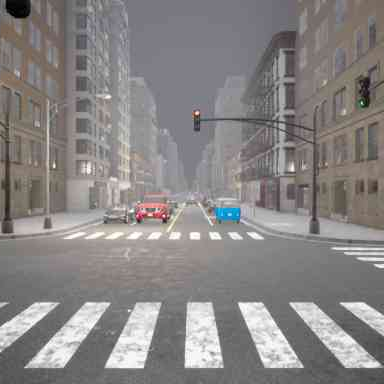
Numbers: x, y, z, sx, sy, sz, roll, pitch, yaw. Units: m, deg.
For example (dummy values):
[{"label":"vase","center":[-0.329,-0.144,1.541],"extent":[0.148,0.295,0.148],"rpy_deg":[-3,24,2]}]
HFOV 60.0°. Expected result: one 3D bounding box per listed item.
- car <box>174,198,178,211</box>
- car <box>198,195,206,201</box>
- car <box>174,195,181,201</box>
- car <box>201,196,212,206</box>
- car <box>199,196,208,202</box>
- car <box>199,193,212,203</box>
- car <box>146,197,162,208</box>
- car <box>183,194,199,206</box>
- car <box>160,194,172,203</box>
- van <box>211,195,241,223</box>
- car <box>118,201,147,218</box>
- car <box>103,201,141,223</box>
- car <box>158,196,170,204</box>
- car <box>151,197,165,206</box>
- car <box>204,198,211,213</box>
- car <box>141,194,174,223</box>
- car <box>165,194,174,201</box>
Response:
[{"label":"car","center":[-2.866,1.599,35.454],"extent":[1.895,1.301,4.718],"rpy_deg":[0,0,0]},{"label":"car","center":[2.602,1.531,87.463],"extent":[1.947,1.339,4.313],"rpy_deg":[0,0,0]},{"label":"car","center":[-2.854,1.500,45.514],"extent":[1.837,1.490,4.892],"rpy_deg":[0,0,0]},{"label":"car","center":[2.618,1.576,47.694],"extent":[1.802,1.307,4.206],"rpy_deg":[0,0,0]},{"label":"car","center":[2.607,1.524,76.100],"extent":[2.008,1.369,4.403],"rpy_deg":[0,0,0]},{"label":"car","center":[2.616,1.305,53.375],"extent":[2.192,1.841,5.009],"rpy_deg":[0,0,0]},{"label":"car","center":[-5.407,1.520,47.515],"extent":[1.752,1.417,4.829],"rpy_deg":[0,0,0]},{"label":"car","center":[-0.023,1.537,54.681],"extent":[2.033,1.411,5.357],"rpy_deg":[0,0,0]},{"label":"car","center":[-5.416,1.293,70.411],"extent":[2.192,1.841,5.009],"rpy_deg":[0,0,0]},{"label":"van","center":[2.626,1.340,24.969],"extent":[1.690,1.788,3.998],"rpy_deg":[0,0,0]},{"label":"car","center":[-5.401,1.543,30.638],"extent":[1.887,1.381,4.507],"rpy_deg":[0,0,0]},{"label":"car","center":[-5.399,1.549,24.957],"extent":[2.008,1.369,4.403],"rpy_deg":[0,0,0]},{"label":"car","center":[-5.414,1.548,64.730],"extent":[1.947,1.339,4.313],"rpy_deg":[0,0,0]},{"label":"car","center":[-5.409,1.556,53.367],"extent":[1.947,1.339,4.313],"rpy_deg":[0,0,0]},{"label":"car","center":[2.622,1.580,36.331],"extent":[1.802,1.307,4.206],"rpy_deg":[0,0,0]},{"label":"car","center":[-2.858,1.220,25.637],"extent":[2.150,2.045,5.566],"rpy_deg":[0,0,0]},{"label":"car","center":[-5.421,1.409,81.775],"extent":[1.967,1.590,4.097],"rpy_deg":[0,0,0]}]
